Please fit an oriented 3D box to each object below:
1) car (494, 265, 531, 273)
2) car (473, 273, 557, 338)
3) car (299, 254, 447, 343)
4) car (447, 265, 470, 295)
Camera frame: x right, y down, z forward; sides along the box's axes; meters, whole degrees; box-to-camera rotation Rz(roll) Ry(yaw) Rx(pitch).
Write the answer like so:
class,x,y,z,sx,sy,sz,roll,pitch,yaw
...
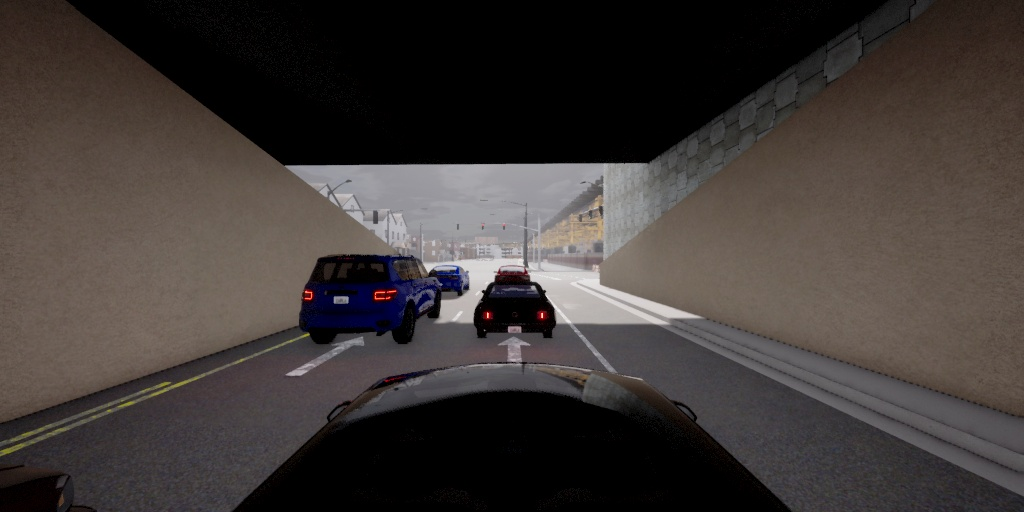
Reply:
class,x,y,z,sx,sy,sz,roll,pitch,yaw
car,0.016,1.228,19.537,1.882,1.535,5.008,0,0,0
car,0.058,1.351,10.200,1.895,1.301,4.718,0,0,0
car,-3.437,0.971,9.851,2.150,2.045,5.566,0,0,0
car,-3.485,1.228,19.788,1.882,1.535,5.008,0,0,0
